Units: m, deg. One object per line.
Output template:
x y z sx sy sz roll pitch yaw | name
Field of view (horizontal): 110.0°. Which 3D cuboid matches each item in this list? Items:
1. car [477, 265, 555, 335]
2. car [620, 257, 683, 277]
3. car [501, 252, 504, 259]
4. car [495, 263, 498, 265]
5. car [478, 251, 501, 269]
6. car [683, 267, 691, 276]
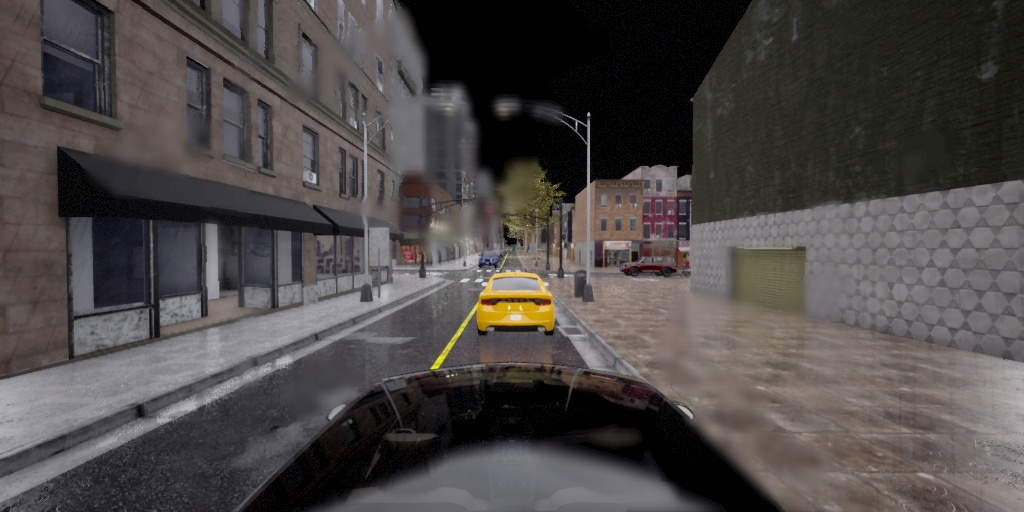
0.097 1.206 10.467 1.882 1.535 5.008 0 0 0 | car
12.707 0.952 33.441 5.009 1.841 2.192 0 0 0 | car
-2.824 0.219 59.672 2.128 1.511 4.902 0 2 0 | car
0.071 1.250 19.909 1.895 1.301 4.718 0 1 0 | car
-2.842 0.405 43.819 2.150 2.045 5.566 0 1 0 | car
18.109 1.296 33.449 4.207 1.307 1.802 0 0 0 | car
